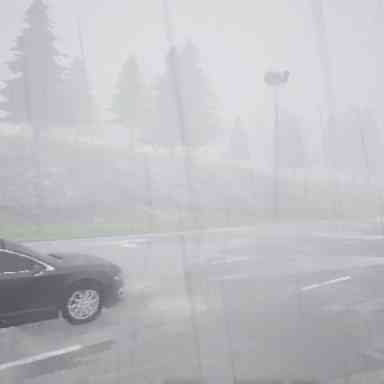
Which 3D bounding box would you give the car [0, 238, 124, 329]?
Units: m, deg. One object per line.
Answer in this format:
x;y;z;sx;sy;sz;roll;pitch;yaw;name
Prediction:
-3.550;1.507;5.514;4.892;1.490;1.837;0;0;-35;car
